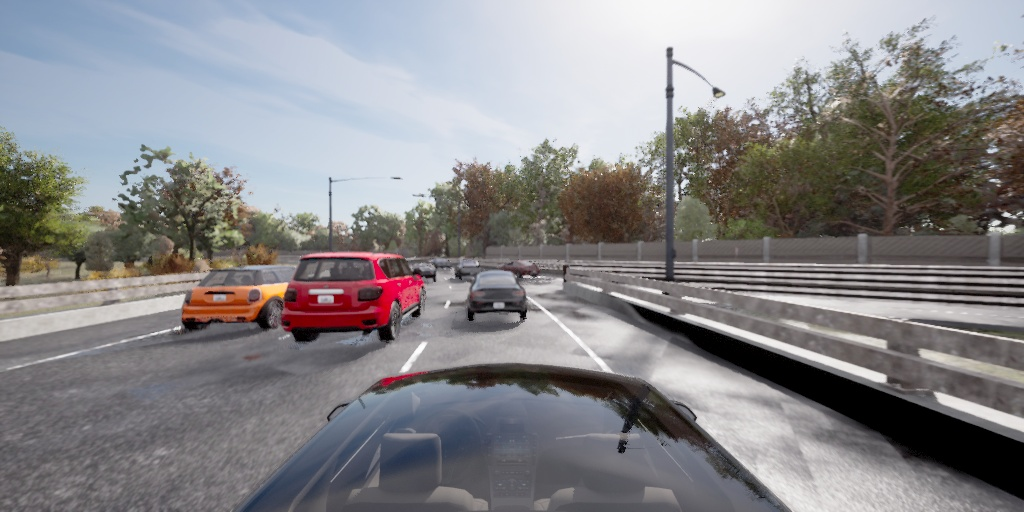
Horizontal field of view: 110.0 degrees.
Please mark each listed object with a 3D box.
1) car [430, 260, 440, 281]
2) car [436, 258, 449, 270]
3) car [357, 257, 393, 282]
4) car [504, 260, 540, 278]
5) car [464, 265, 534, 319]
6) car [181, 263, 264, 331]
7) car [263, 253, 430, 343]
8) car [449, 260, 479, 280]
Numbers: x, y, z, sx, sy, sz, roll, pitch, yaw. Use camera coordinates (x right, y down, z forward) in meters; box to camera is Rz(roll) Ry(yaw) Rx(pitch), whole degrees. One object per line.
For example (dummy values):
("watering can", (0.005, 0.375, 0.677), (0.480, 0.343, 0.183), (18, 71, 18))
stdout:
("car", (-6.722, 1.192, 27.096), (1.895, 1.301, 4.718), (-1, 0, -14))
("car", (-9.350, 1.016, 46.176), (2.033, 1.411, 5.357), (0, 0, -25))
("car", (-10.692, 0.952, 28.349), (2.097, 1.767, 4.553), (0, 0, -14))
("car", (0.429, 1.076, 30.018), (1.812, 1.442, 4.674), (-1, 1, -36))
("car", (-0.576, 1.205, 12.339), (1.812, 1.442, 4.674), (0, 0, -5))
("car", (-7.503, 1.061, 11.110), (2.097, 1.767, 4.553), (0, 0, -5))
("car", (-3.851, 0.929, 9.762), (2.150, 2.045, 5.566), (0, 0, -4))
("car", (-3.533, 1.069, 28.612), (2.128, 1.511, 4.902), (0, 0, -14))
